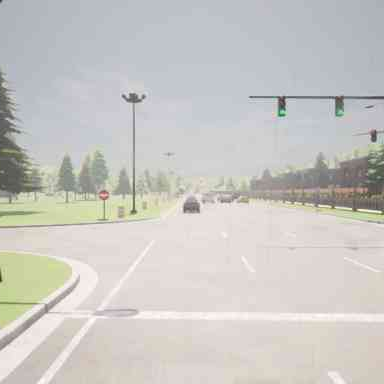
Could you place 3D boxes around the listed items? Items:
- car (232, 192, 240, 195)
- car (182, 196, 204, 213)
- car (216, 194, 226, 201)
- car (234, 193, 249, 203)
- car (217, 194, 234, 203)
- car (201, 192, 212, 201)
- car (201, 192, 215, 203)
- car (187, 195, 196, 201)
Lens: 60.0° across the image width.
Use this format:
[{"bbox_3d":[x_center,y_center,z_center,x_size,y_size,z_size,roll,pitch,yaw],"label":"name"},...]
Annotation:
[{"bbox_3d":[10.392,1.092,78.549,2.150,2.045,5.566,0,0,0],"label":"car"},{"bbox_3d":[-0.051,1.508,37.471,2.128,1.511,4.902,0,0,0],"label":"car"},{"bbox_3d":[6.892,1.344,78.514,1.882,1.535,5.008,0,0,0],"label":"car"},{"bbox_3d":[10.407,1.507,68.099,1.882,1.535,5.008,0,0,0],"label":"car"},{"bbox_3d":[6.906,1.594,68.511,1.994,1.385,4.181,0,0,0],"label":"car"},{"bbox_3d":[3.392,1.092,78.539,2.150,2.045,5.566,0,0,0],"label":"car"},{"bbox_3d":[3.407,1.251,68.119,2.150,2.045,5.566,0,0,0],"label":"car"},{"bbox_3d":[-0.108,1.407,78.504,2.033,1.411,5.357,0,0,0],"label":"car"}]
